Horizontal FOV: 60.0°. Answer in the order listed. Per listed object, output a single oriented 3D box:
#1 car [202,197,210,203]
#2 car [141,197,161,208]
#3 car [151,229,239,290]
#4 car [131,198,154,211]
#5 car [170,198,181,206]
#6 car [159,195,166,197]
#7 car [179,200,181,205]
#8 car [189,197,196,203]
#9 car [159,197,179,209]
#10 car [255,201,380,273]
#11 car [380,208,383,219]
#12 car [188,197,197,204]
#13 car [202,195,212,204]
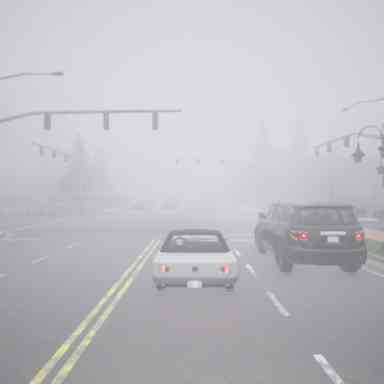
[{"bbox_3d":[3.606,2.082,89.191,1.994,1.385,4.181,0,0,0],"label":"car"},{"bbox_3d":[-7.015,1.976,56.599,2.033,1.411,5.357,0,0,0],"label":"car"},{"bbox_3d":[0.080,1.672,9.235,1.895,1.301,4.718,0,0,0],"label":"car"},{"bbox_3d":[-7.083,1.900,46.528,2.033,1.411,5.357,0,0,2],"label":"car"},{"bbox_3d":[-3.417,2.056,70.121,2.128,1.511,4.902,0,0,0],"label":"car"},{"bbox_3d":[-6.908,1.808,77.069,2.150,2.045,5.566,0,0,0],"label":"car"},{"bbox_3d":[-3.510,1.958,59.925,1.837,1.490,4.892,0,0,-1],"label":"car"},{"bbox_3d":[0.106,2.054,89.196,1.812,1.442,4.674,0,0,0],"label":"car"},{"bbox_3d":[-3.526,1.952,51.207,1.994,1.385,4.181,0,0,0],"label":"car"},{"bbox_3d":[3.595,1.308,11.117,2.150,2.045,5.566,0,0,0],"label":"car"},{"bbox_3d":[18.813,1.792,30.215,4.181,1.385,1.994,0,0,-1],"label":"car"},{"bbox_3d":[0.094,2.111,78.887,1.812,1.442,4.674,0,0,0],"label":"car"},{"bbox_3d":[3.594,1.810,78.541,2.150,2.045,5.566,0,0,0],"label":"car"}]
